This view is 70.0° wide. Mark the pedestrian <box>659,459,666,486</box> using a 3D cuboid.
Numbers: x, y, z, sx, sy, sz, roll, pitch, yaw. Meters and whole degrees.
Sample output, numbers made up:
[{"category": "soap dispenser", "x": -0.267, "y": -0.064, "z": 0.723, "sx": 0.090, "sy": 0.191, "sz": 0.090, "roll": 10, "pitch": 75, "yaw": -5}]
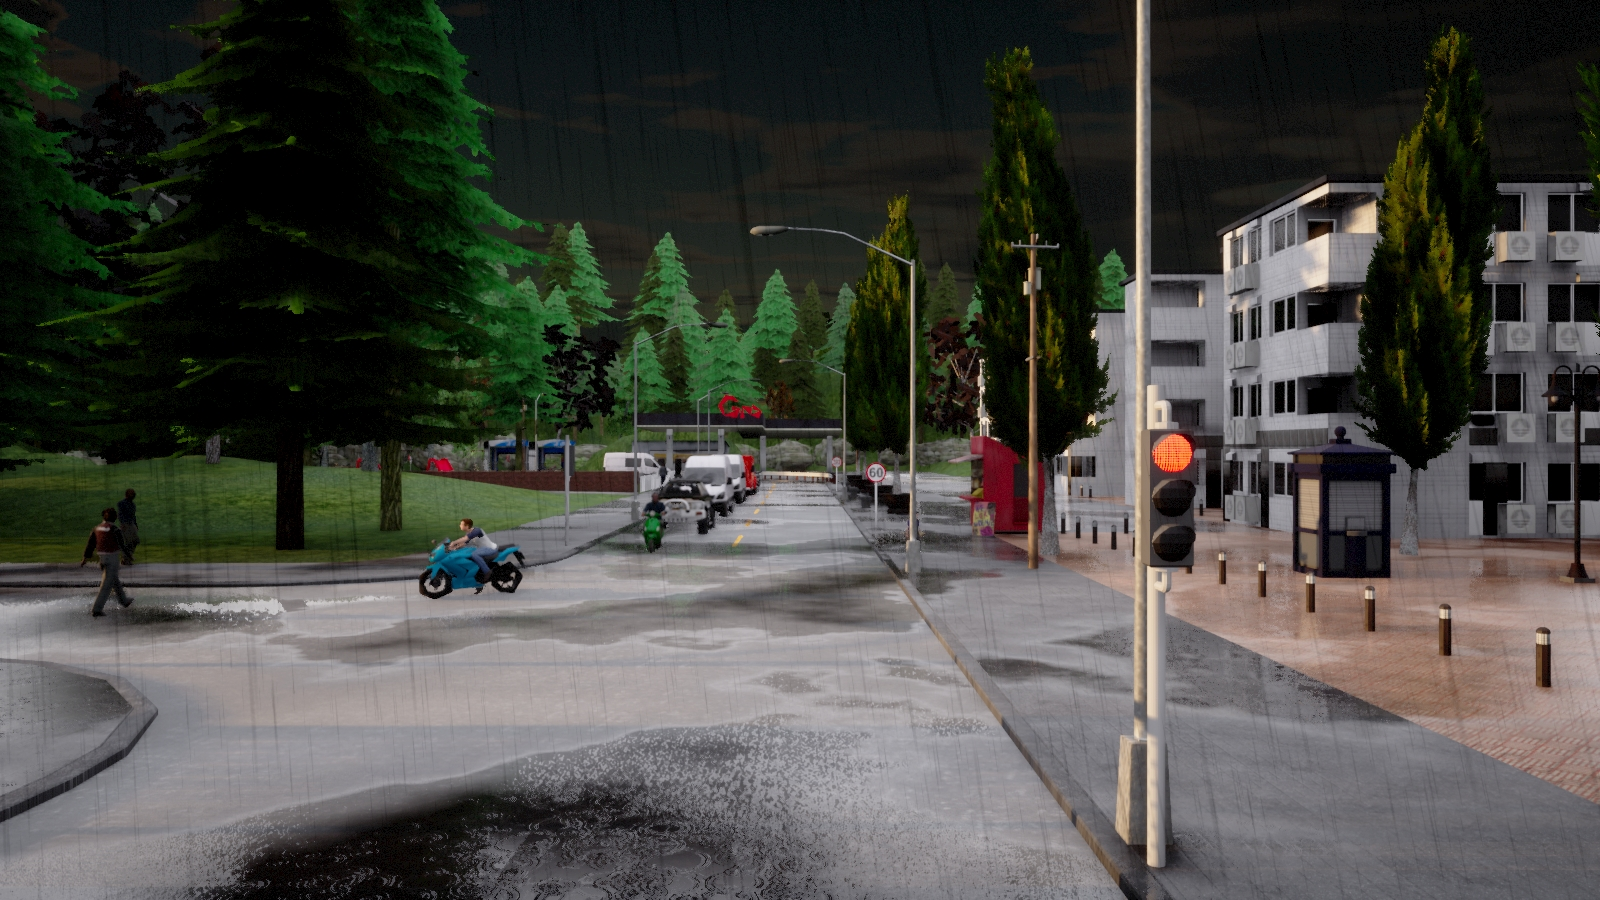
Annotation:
[{"category": "pedestrian", "x": -9.291, "y": 1.512, "z": 77.240, "sx": 0.375, "sy": 1.860, "sz": 0.375, "roll": 0, "pitch": 0, "yaw": 0}]

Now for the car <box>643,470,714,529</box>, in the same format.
[{"category": "car", "x": -4.062, "y": 1.639, "z": 38.925, "sx": 1.932, "sy": 1.855, "sz": 4.605, "roll": 0, "pitch": -1, "yaw": 0}]

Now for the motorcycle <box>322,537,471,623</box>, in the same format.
[{"category": "motorcycle", "x": -6.264, "y": 1.990, "z": 17.812, "sx": 2.033, "sy": 1.145, "sz": 0.803, "roll": 1, "pitch": 0, "yaw": -38}]

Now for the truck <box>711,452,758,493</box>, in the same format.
[{"category": "truck", "x": -3.999, "y": 1.338, "z": 70.500, "sx": 2.627, "sy": 2.467, "sz": 5.204, "roll": 0, "pitch": 0, "yaw": 0}]

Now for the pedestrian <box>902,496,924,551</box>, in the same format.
[{"category": "pedestrian", "x": 2.772, "y": 1.800, "z": 28.008, "sx": 0.375, "sy": 1.300, "sz": 0.375, "roll": 0, "pitch": 0, "yaw": -38}]

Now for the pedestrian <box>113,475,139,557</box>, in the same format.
[{"category": "pedestrian", "x": -15.524, "y": 1.520, "z": 26.321, "sx": 0.375, "sy": 1.860, "sz": 0.375, "roll": 0, "pitch": 0, "yaw": 6}]

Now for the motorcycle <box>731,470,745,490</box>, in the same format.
[{"category": "motorcycle", "x": -3.984, "y": 1.950, "z": 73.445, "sx": 0.856, "sy": 1.236, "sz": 1.805, "roll": 0, "pitch": 0, "yaw": 0}]

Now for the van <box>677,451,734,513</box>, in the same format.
[{"category": "van", "x": -4.009, "y": 1.307, "z": 49.460, "sx": 1.988, "sy": 2.561, "sz": 5.915, "roll": 0, "pitch": 0, "yaw": 0}]

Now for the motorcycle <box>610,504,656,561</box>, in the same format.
[{"category": "motorcycle", "x": -3.994, "y": 1.957, "z": 27.453, "sx": 0.856, "sy": 1.236, "sz": 1.805, "roll": 0, "pitch": 0, "yaw": 0}]

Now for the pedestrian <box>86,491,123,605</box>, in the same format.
[{"category": "pedestrian", "x": -11.589, "y": 1.625, "z": 19.040, "sx": 0.375, "sy": 1.860, "sz": 0.375, "roll": 0, "pitch": 0, "yaw": 11}]

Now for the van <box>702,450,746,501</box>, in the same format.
[{"category": "van", "x": -3.996, "y": 1.305, "z": 60.950, "sx": 1.988, "sy": 2.561, "sz": 5.915, "roll": 0, "pitch": 0, "yaw": 0}]
